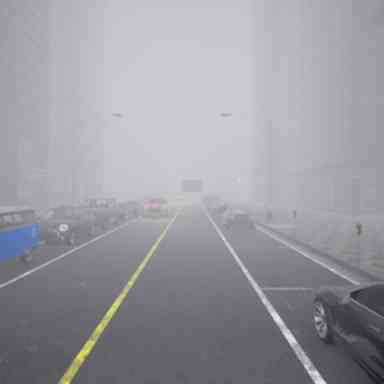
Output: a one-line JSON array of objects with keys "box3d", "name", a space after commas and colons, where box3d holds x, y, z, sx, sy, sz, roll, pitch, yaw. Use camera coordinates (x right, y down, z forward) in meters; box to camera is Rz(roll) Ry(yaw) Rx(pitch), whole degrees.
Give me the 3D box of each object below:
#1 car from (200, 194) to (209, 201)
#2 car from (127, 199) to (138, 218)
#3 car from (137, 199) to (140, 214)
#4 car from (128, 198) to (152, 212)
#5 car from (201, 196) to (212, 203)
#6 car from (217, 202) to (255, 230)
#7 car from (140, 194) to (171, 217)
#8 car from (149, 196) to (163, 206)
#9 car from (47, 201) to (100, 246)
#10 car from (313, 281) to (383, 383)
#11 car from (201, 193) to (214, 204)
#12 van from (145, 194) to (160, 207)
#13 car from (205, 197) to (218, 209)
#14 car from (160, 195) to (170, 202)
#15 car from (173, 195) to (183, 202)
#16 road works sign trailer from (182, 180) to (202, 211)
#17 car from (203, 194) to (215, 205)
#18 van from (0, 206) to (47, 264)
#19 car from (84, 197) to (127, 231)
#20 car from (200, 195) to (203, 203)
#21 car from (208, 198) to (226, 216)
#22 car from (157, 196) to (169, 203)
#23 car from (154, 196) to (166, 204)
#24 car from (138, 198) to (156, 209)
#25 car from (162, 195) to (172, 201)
[{"box3d": [2.781, 1.292, 76.755, 1.967, 1.590, 4.097, 0, 0, 0], "name": "car"}, {"box3d": [-5.758, 1.504, 26.027, 1.947, 1.339, 4.313, 0, 0, 0], "name": "car"}, {"box3d": [-5.756, 1.492, 31.663, 1.947, 1.339, 4.313, 0, 0, 0], "name": "car"}, {"box3d": [-5.755, 1.465, 37.299, 2.008, 1.369, 4.403, 0, 0, 0], "name": "car"}, {"box3d": [2.778, 1.432, 65.483, 1.947, 1.339, 4.313, 0, 0, 0], "name": "car"}, {"box3d": [2.766, 1.534, 20.393, 1.802, 1.307, 4.206, 0, 0, 0], "name": "car"}, {"box3d": [-3.089, 1.282, 29.812, 2.097, 1.767, 4.553, 0, 0, 0], "name": "car"}, {"box3d": [-5.750, 1.408, 54.039, 1.752, 1.417, 4.829, 0, 0, 0], "name": "car"}, {"box3d": [-5.761, 1.405, 14.752, 1.967, 1.590, 4.097, 0, 0, 0], "name": "car"}, {"box3d": [2.761, 1.557, 3.484, 1.947, 1.339, 4.313, 0, 0, 0], "name": "car"}, {"box3d": [2.775, 1.189, 59.846, 2.192, 1.841, 5.009, 0, 0, 0], "name": "car"}, {"box3d": [-5.752, 1.233, 48.573, 1.690, 1.788, 3.998, 0, 0, 0], "name": "van"}, {"box3d": [2.770, 1.496, 37.303, 1.802, 1.307, 4.206, 0, 0, 0], "name": "car"}, {"box3d": [-5.745, 1.425, 71.119, 1.947, 1.339, 4.313, 0, 0, 0], "name": "car"}, {"box3d": [-2.979, 1.330, 71.019, 1.882, 1.535, 5.008, 0, 0, 0], "name": "car"}, {"box3d": [0.011, 0.374, 39.190, 2.380, 3.560, 2.880, 0, 0, 0], "name": "road works sign trailer"}, {"box3d": [2.771, 1.343, 42.939, 1.967, 1.590, 4.097, 0, 0, 0], "name": "car"}, {"box3d": [-5.763, 1.319, 9.116, 1.690, 1.788, 3.998, 0, 0, 0], "name": "van"}, {"box3d": [-5.760, 1.267, 20.389, 2.192, 1.841, 5.009, 0, 0, 0], "name": "car"}, {"box3d": [2.774, 1.198, 54.210, 2.192, 1.841, 5.009, 0, 0, 0], "name": "car"}, {"box3d": [2.769, 1.508, 31.666, 1.802, 1.307, 4.206, 0, 0, 0], "name": "car"}, {"box3d": [-5.747, 1.432, 65.483, 1.947, 1.339, 4.313, 0, 0, 0], "name": "car"}, {"box3d": [-5.748, 1.456, 59.846, 1.802, 1.307, 4.206, 0, 0, 0], "name": "car"}, {"box3d": [-5.753, 1.485, 42.937, 1.802, 1.307, 4.206, 0, 0, 0], "name": "car"}, {"box3d": [-5.744, 1.403, 76.756, 2.008, 1.369, 4.403, 0, 0, 0], "name": "car"}]
